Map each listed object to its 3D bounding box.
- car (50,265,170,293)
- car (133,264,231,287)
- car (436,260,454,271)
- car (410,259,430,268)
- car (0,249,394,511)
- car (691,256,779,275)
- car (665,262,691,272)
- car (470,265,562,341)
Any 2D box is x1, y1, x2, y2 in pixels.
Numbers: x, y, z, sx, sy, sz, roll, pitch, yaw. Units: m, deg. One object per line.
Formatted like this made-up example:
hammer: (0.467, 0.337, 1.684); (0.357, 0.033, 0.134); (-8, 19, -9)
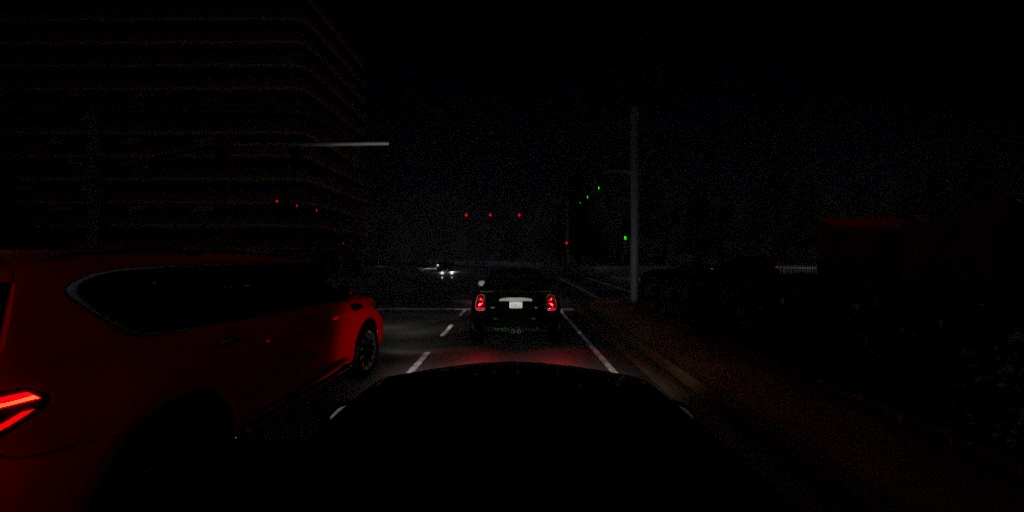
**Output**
car: (-23.004, 1.293, 20.662); (4.892, 1.490, 1.837); (0, 0, 0)
car: (-22.144, 1.291, 24.187); (4.892, 1.490, 1.837); (0, 0, 0)
car: (-8.954, 1.257, 47.603); (2.033, 1.411, 5.357); (0, 0, -18)
car: (-15.385, 1.192, 59.760); (2.128, 1.511, 4.902); (0, 0, -39)
car: (-3.434, 0.969, 4.156); (2.150, 2.045, 5.566); (0, 0, 1)
car: (17.246, 1.004, 27.521); (5.566, 2.045, 2.150); (0, 0, 0)
car: (15.633, 1.257, 31.035); (5.008, 1.535, 1.882); (0, 0, 0)
car: (0.096, 1.095, 9.993); (2.097, 1.767, 4.553); (0, 0, 0)
